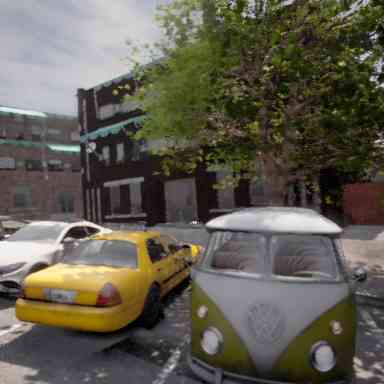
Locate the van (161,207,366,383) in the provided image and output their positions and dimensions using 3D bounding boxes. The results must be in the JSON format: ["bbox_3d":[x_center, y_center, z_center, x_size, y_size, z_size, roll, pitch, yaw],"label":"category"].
[{"bbox_3d":[1.236,1.250,5.054,1.878,1.987,4.442,1,0,16],"label":"van"}]

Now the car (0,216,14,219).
[{"bbox_3d":[-6.113,1.468,10.458,2.002,1.452,4.674,0,-1,16],"label":"car"}]

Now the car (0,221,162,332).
[{"bbox_3d":[-1.143,1.460,7.112,1.946,1.575,5.366,0,-1,16],"label":"car"}]

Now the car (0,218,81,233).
[{"bbox_3d":[-3.645,1.485,8.703,2.002,1.452,4.674,1,0,16],"label":"car"}]
